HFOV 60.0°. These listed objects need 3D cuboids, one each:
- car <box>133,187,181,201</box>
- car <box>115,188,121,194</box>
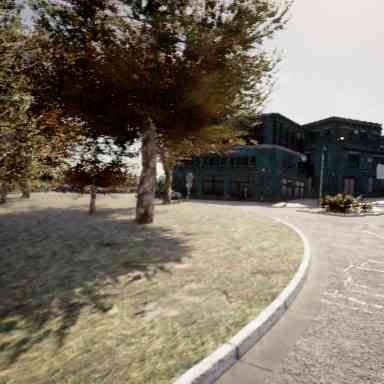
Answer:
[{"bbox_3d":[-3.685,0.203,37.389,5.357,1.411,2.033,4,0,37],"label":"car"},{"bbox_3d":[-22.763,-0.583,90.038,5.566,2.045,2.435,3,1,-14],"label":"car"}]
